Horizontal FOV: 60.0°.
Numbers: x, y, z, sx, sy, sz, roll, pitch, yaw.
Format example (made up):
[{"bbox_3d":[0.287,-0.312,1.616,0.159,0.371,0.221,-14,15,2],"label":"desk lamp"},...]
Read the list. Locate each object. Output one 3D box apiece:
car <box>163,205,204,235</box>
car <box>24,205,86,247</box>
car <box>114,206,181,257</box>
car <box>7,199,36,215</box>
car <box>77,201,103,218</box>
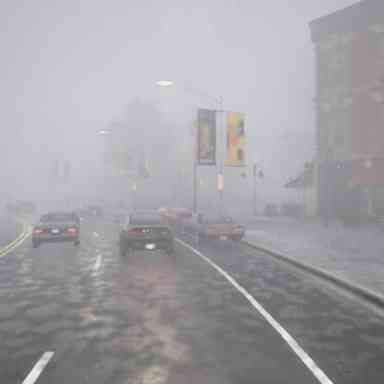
[{"bbox_3d":[-1.287,1.521,21.055,2.002,1.452,4.674,0,0,-24],"label":"car"},{"bbox_3d":[-6.052,1.548,15.130,2.033,1.411,5.357,0,0,-19],"label":"car"},{"bbox_3d":[-1.940,1.505,13.061,1.837,1.490,4.892,0,0,-14],"label":"car"},{"bbox_3d":[-17.379,1.491,33.862,2.128,1.511,4.902,0,0,-41],"label":"car"},{"bbox_3d":[-9.217,1.526,29.145,1.812,1.442,4.674,0,0,-33],"label":"car"}]
